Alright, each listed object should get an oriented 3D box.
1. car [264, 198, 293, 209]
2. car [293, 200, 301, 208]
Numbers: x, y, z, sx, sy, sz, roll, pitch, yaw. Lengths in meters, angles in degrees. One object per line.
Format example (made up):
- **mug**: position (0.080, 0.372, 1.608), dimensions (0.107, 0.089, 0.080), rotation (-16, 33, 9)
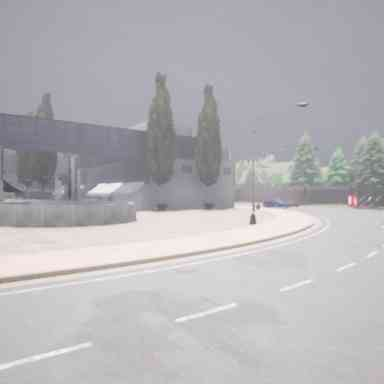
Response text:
- **car**: position (12.925, 1.731, 51.125), dimensions (1.882, 1.535, 5.008), rotation (1, 0, -18)
- **car**: position (15.655, 1.841, 53.927), dimensions (1.994, 1.385, 4.181), rotation (0, 0, -20)
